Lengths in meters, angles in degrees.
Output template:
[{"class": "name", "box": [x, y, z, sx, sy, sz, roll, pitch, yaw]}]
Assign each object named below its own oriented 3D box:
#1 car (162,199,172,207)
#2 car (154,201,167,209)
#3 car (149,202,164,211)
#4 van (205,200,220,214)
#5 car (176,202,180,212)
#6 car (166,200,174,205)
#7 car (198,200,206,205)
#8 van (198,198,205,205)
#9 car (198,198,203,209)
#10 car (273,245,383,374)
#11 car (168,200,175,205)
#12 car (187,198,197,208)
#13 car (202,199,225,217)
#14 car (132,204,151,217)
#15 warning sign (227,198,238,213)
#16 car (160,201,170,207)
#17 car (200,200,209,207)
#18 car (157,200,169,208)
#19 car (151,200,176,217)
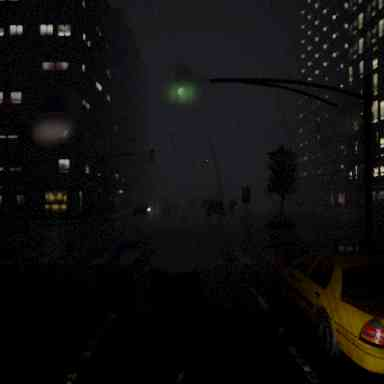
[{"class": "car", "box": [-5.742, 2.516, 76.871, 1.967, 1.590, 4.097, 0, -1, 0]}, {"class": "car", "box": [-5.731, 2.376, 60.290, 1.887, 1.381, 4.507, 0, -1, 0]}, {"class": "car", "box": [-5.727, 2.301, 54.765, 2.008, 1.369, 4.403, 0, -1, 0]}, {"class": "van", "box": [2.659, 1.933, 43.721, 1.690, 1.788, 3.998, 0, -1, 0]}, {"class": "car", "box": [-3.127, 2.250, 47.741, 1.895, 1.301, 4.718, 0, -1, 0]}, {"class": "car", "box": [-5.747, 2.764, 87.752, 1.752, 1.417, 4.829, 0, -1, 0]}, {"class": "car", "box": [2.633, 2.769, 88.097, 1.752, 1.417, 4.829, 0, -1, 0]}, {"class": "van", "box": [2.628, 2.667, 93.455, 1.690, 1.788, 3.998, 0, -1, 0]}, {"class": "car", "box": [2.649, 2.146, 60.299, 2.192, 1.841, 5.009, 0, -1, 0]}, {"class": "car", "box": [2.684, 1.605, 5.953, 1.752, 1.417, 4.829, 0, -1, 0]}, {"class": "car", "box": [-5.751, 2.871, 93.447, 1.887, 1.381, 4.507, 0, -1, 0]}, {"class": "car", "box": [-0.041, 2.477, 66.964, 2.033, 1.411, 5.357, 0, -1, 0]}, {"class": "car", "box": [2.663, 1.829, 38.196, 2.192, 1.841, 5.009, 0, -1, 0]}, {"class": "car", "box": [-5.716, 2.065, 38.187, 2.008, 1.369, 4.403, 0, -1, 0]}, {"class": "warning sign", "box": [5.047, 1.675, 41.456, 1.300, 1.860, 1.060, 0, -1, 0]}, {"class": "car", "box": [-5.737, 2.576, 71.343, 1.802, 1.307, 4.206, 0, -1, 0]}, {"class": "car", "box": [2.643, 2.538, 71.349, 1.887, 1.381, 4.507, 0, -1, 0]}, {"class": "car", "box": [-5.735, 2.353, 65.819, 1.967, 1.590, 4.097, 0, -1, 0]}, {"class": "car", "box": [-3.122, 1.984, 37.611, 1.882, 1.535, 5.008, 0, -1, 0]}]
